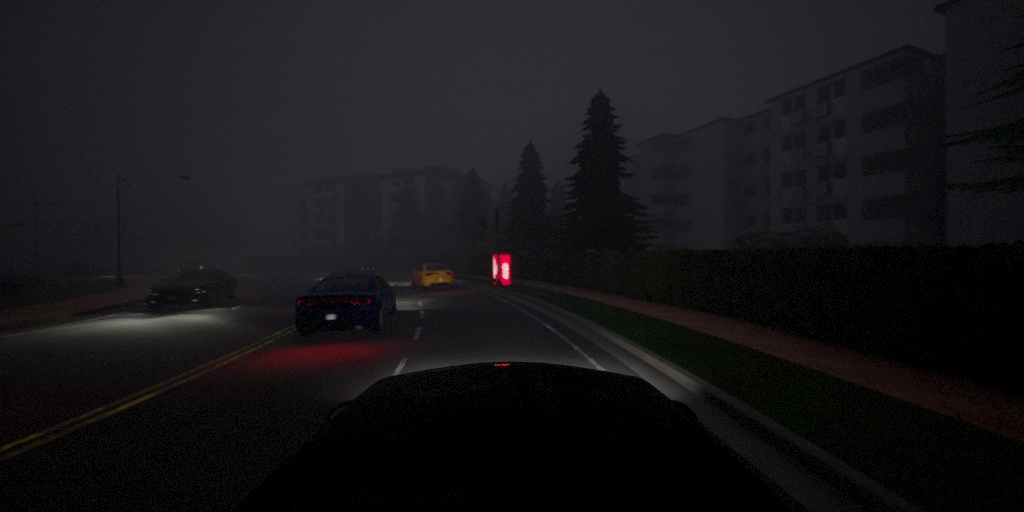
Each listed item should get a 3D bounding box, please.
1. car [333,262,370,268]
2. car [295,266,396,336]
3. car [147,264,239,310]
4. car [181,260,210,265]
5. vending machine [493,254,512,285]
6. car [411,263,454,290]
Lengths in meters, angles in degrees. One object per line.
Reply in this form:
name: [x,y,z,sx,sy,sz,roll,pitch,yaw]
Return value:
car: [-13.490,1.322,29.297,1.994,1.385,4.181,-1,0,-38]
car: [-4.629,1.233,10.620,1.882,1.535,5.008,0,0,-11]
car: [-13.632,1.299,15.639,1.882,1.535,5.008,0,0,-24]
car: [-35.669,1.276,40.853,4.553,1.767,2.097,0,0,21]
vending machine: [-0.597,0.857,22.426,1.100,2.100,0.880,0,0,-24]
car: [-5.029,1.184,22.317,1.882,1.535,5.008,0,0,-25]
